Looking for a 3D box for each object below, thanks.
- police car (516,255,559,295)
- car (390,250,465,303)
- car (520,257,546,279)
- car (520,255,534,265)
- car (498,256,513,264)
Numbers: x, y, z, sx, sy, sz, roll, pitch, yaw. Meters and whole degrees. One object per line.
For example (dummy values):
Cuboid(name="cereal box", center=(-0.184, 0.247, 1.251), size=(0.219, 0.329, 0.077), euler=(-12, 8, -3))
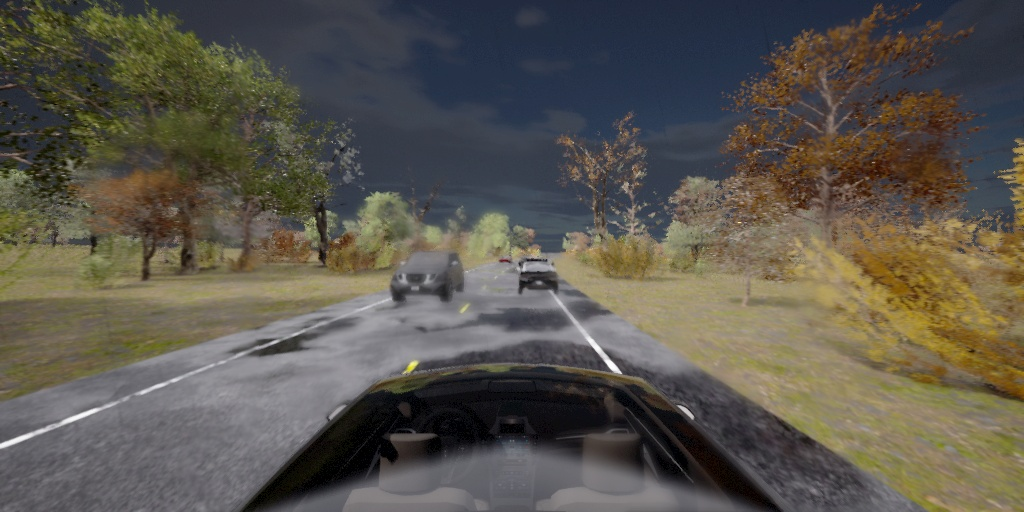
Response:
Cuboid(name="police car", center=(1.262, 0.947, 18.228), size=(1.930, 1.638, 5.238), euler=(0, 1, 2))
Cuboid(name="car", center=(-3.426, 0.768, 15.692), size=(2.150, 2.045, 5.566), euler=(0, 1, 1))
Cuboid(name="car", center=(1.599, 0.896, 28.068), size=(1.837, 1.490, 4.892), euler=(0, 1, 2))
Cuboid(name="car", center=(2.304, 0.579, 55.326), size=(1.837, 1.490, 4.892), euler=(0, 0, 6))
Cuboid(name="car", center=(-1.046, 0.649, 57.549), size=(1.895, 1.301, 4.718), euler=(0, 1, 6))
